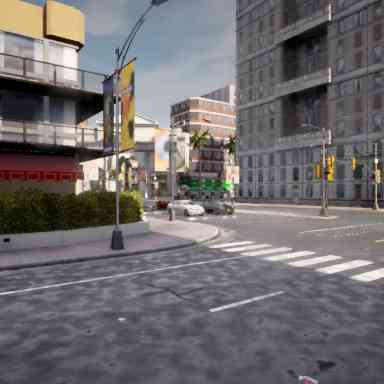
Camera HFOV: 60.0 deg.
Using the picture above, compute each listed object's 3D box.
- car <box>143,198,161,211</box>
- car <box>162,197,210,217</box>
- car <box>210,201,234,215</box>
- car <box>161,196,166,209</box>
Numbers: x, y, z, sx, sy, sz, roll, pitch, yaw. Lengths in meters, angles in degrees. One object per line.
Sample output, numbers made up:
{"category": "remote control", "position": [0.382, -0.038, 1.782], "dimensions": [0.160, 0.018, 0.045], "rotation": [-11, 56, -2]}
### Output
{"category": "car", "position": [-6.037, 1.504, 39.644], "dimensions": [1.837, 1.490, 4.892], "rotation": [0, 0, -35]}
{"category": "car", "position": [-0.688, 1.526, 32.090], "dimensions": [1.812, 1.442, 4.674], "rotation": [0, 0, -35]}
{"category": "car", "position": [2.381, 1.564, 33.812], "dimensions": [1.994, 1.385, 4.181], "rotation": [0, 0, -35]}
{"category": "car", "position": [-2.538, 1.353, 40.817], "dimensions": [2.097, 1.767, 4.553], "rotation": [0, 0, -35]}
